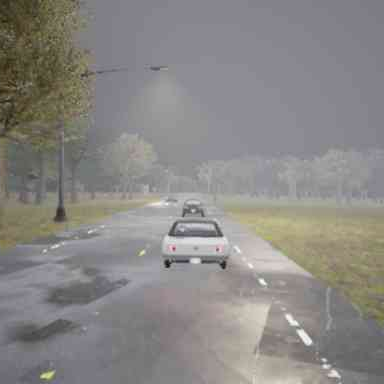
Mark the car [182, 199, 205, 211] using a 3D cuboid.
[{"bbox_3d":[0.110,1.330,29.009,1.812,1.442,4.674,1,0,0],"label":"car"}]

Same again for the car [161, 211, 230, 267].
[{"bbox_3d":[0.106,1.545,11.154,1.895,1.301,4.718,1,0,0],"label":"car"}]

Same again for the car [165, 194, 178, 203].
[{"bbox_3d":[-3.530,1.089,58.946,2.097,1.767,4.553,1,0,0],"label":"car"}]
